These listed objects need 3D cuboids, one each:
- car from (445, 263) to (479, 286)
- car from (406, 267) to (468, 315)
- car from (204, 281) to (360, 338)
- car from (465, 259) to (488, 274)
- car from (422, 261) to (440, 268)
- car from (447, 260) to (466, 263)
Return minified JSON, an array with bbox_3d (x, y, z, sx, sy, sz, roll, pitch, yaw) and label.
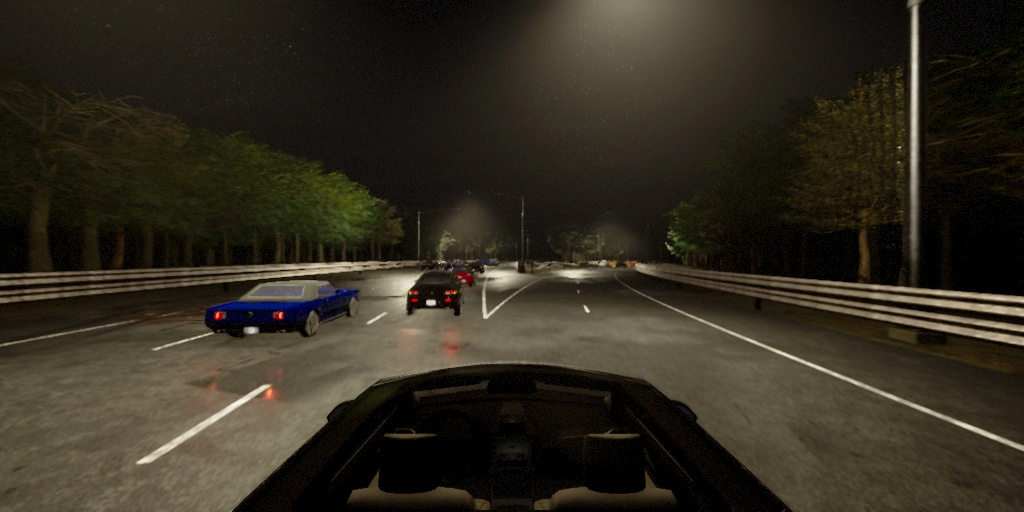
[{"bbox_3d":[-3.711,1.414,26.258,1.994,1.385,4.181,0,0,-3],"label":"car"},{"bbox_3d":[-2.763,1.317,13.629,1.812,1.442,4.674,0,0,-5],"label":"car"},{"bbox_3d":[-5.901,1.343,10.069,1.895,1.301,4.718,1,0,-5],"label":"car"},{"bbox_3d":[-4.425,1.477,44.926,1.812,1.442,4.674,0,0,-1],"label":"car"},{"bbox_3d":[-11.465,1.423,50.803,1.837,1.490,4.892,0,-1,0],"label":"car"},{"bbox_3d":[-7.893,1.294,49.299,2.097,1.767,4.553,1,0,0],"label":"car"}]
